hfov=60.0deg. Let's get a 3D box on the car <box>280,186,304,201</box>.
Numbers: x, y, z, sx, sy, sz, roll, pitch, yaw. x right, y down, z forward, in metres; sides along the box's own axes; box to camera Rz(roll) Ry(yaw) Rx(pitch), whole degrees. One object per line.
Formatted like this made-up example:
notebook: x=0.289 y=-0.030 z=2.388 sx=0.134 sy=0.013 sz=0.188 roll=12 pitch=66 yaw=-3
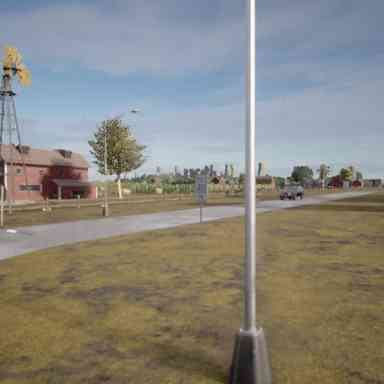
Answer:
car: x=14.882 y=0.181 z=49.224 sx=2.150 sy=2.045 sz=5.566 roll=1 pitch=2 yaw=36
